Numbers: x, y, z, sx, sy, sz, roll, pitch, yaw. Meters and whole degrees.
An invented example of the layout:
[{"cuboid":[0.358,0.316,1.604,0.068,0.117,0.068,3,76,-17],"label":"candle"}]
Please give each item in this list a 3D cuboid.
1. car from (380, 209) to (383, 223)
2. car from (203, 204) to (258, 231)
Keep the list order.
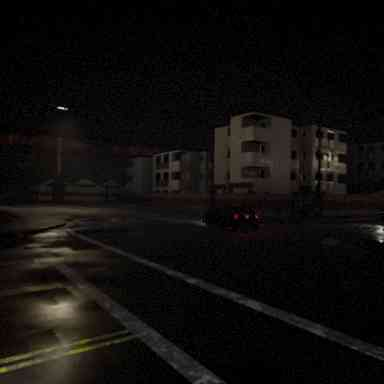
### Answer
[{"cuboid":[19.226,1.831,29.820,5.566,2.045,2.150,1,-1,-33],"label":"car"},{"cuboid":[2.577,1.601,23.106,2.097,1.767,4.553,2,0,-26],"label":"car"}]
